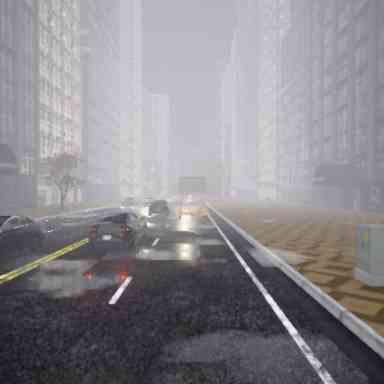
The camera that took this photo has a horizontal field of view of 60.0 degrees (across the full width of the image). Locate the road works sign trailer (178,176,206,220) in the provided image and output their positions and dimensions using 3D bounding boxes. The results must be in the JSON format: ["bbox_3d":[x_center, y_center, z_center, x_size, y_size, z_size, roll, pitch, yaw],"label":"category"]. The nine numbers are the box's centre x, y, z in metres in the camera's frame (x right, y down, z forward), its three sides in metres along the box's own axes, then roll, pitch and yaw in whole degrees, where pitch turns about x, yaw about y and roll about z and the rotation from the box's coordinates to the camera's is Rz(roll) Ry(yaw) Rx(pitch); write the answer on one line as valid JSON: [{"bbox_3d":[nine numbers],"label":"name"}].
[{"bbox_3d":[0.013,0.461,28.208,2.380,3.560,2.880,0,0,1],"label":"road works sign trailer"}]

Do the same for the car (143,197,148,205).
[{"bbox_3d":[-6.554,1.472,52.260,1.882,1.535,5.008,0,0,0],"label":"car"}]

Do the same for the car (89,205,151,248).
[{"bbox_3d":[-3.153,1.524,14.652,1.812,1.442,4.674,0,0,0],"label":"car"}]

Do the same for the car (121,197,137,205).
[{"bbox_3d":[-9.803,1.520,52.280,1.812,1.442,4.674,0,0,1],"label":"car"}]

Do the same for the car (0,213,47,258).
[{"bbox_3d":[-6.598,1.490,11.067,2.128,1.511,4.902,0,0,0],"label":"car"}]

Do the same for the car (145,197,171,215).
[{"bbox_3d":[-3.154,1.474,33.316,1.882,1.535,5.008,0,0,0],"label":"car"}]
